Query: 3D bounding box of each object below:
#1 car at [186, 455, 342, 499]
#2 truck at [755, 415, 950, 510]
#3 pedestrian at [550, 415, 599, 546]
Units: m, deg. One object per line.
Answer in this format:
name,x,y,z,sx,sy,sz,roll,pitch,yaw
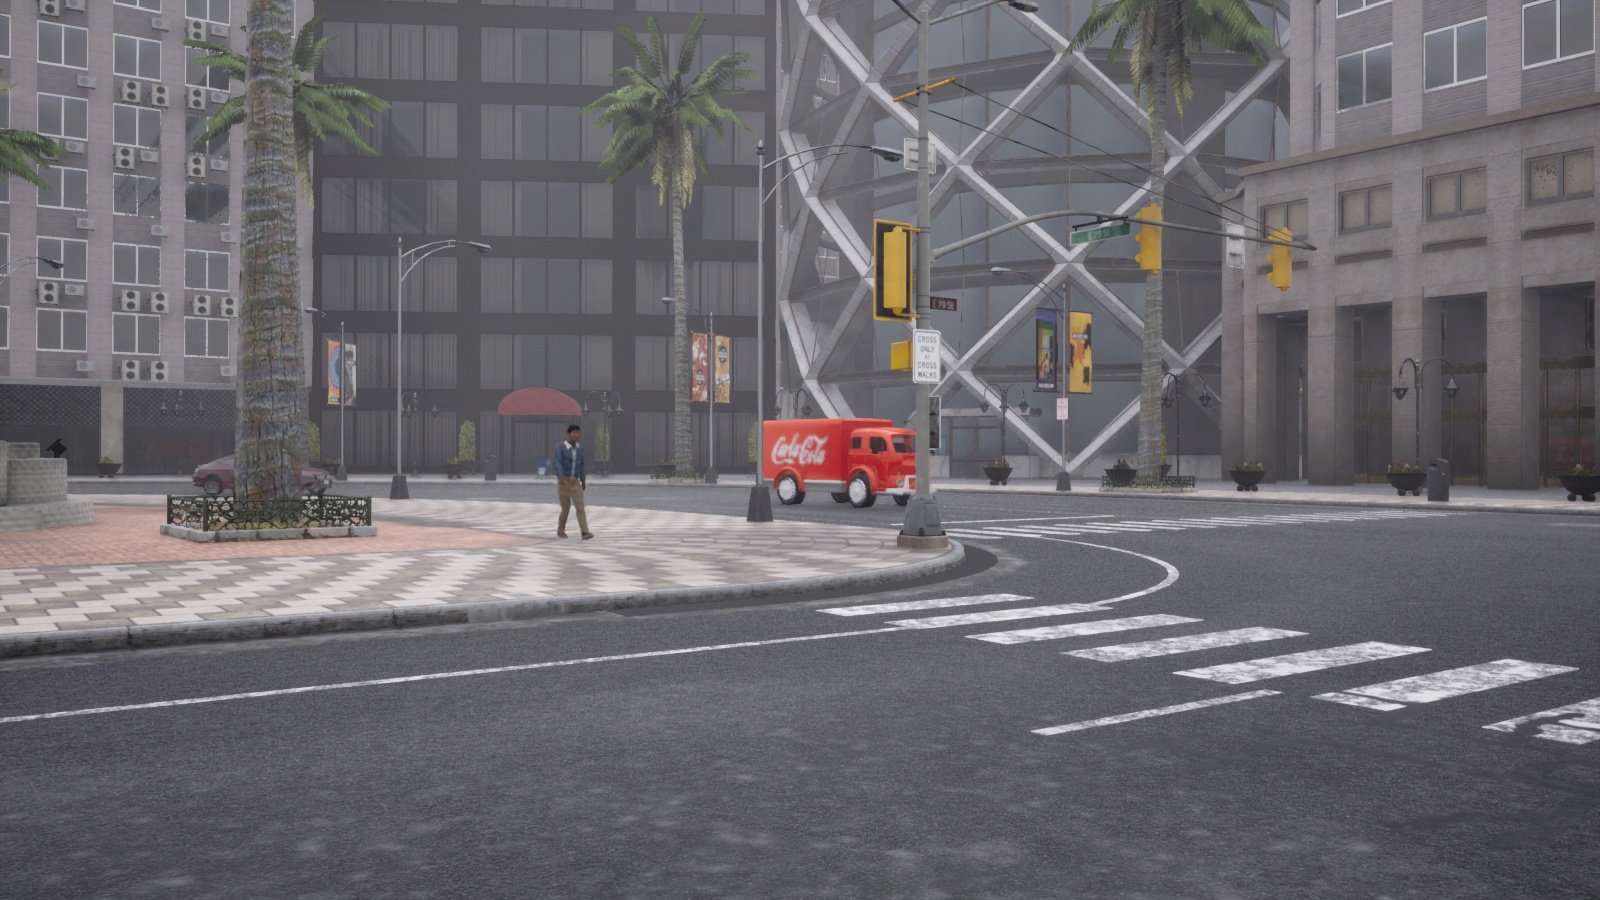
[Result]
car,-18.351,0.915,43.089,4.674,1.442,1.812,0,0,8
truck,1.408,0.342,35.631,2.627,2.467,5.204,0,0,-42
pedestrian,-3.428,0.455,19.085,0.423,1.949,0.788,0,0,-36
